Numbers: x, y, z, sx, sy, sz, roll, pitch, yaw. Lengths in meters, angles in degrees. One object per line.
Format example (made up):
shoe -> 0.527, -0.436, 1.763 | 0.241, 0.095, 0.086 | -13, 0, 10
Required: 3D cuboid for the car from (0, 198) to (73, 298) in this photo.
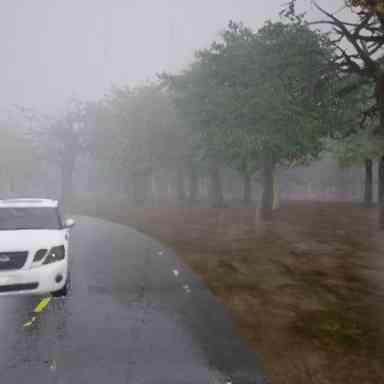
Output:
car -> -4.255, 1.209, 8.450 | 2.150, 2.045, 5.566 | 0, 0, -20
